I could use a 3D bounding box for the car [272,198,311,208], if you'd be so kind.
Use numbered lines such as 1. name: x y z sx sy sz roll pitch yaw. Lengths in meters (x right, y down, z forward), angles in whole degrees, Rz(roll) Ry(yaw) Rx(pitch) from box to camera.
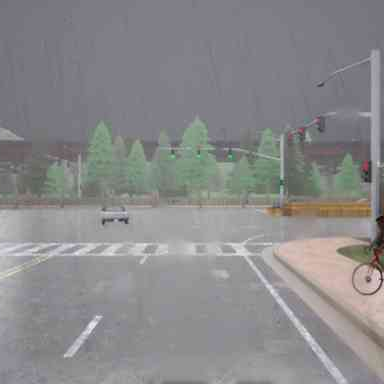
1. car: 12.732 1.593 42.573 4.892 1.490 1.837 0 0 -1

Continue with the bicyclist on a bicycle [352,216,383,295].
1. bicyclist on a bicycle: 4.059 1.316 6.830 1.656 1.620 0.582 0 0 -5

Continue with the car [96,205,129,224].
1. car: -6.023 1.652 24.919 1.895 1.301 4.718 0 0 -21

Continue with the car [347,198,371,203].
1. car: 22.135 1.567 42.728 5.008 1.535 1.882 0 0 -1
